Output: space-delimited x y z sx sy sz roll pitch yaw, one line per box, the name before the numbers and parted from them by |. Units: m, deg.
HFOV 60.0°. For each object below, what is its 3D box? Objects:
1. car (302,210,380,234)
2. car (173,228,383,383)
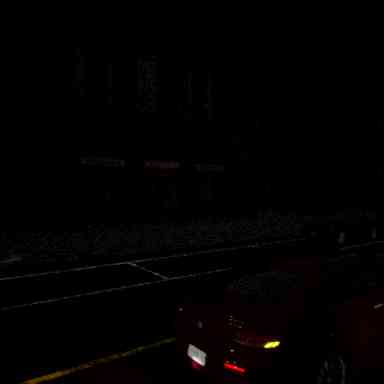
car | 6.996 1.547 15.505 4.507 1.381 1.887 0 0 -35
car | 1.926 1.526 4.805 4.674 1.442 1.812 0 0 -35
